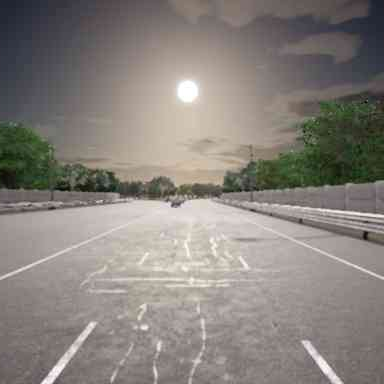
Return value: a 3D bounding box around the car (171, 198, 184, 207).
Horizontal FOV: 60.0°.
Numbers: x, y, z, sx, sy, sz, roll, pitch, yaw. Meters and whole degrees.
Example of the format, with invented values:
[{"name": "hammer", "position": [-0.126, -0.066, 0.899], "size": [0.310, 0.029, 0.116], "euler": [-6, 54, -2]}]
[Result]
[{"name": "car", "position": [-3.478, 2.353, 74.002], "size": [2.097, 1.767, 4.553], "euler": [0, -1, 0]}]
